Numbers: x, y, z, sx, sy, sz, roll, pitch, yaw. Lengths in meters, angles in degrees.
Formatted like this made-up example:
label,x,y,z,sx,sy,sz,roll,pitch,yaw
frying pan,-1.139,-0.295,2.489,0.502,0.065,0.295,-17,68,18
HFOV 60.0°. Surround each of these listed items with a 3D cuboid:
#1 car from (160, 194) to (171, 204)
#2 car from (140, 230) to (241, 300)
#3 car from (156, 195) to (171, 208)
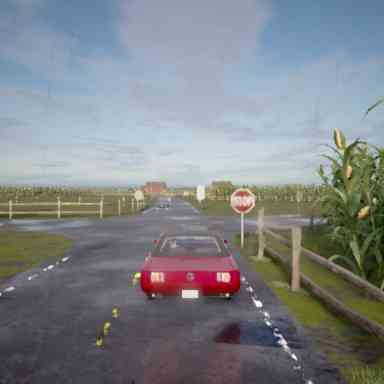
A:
label,x,y,z,sx,sy,sz,roll,pitch,yaw
car,-5.081,1.322,63.711,2.097,1.767,4.553,0,0,-3
car,-0.040,1.595,8.347,1.895,1.301,4.718,0,0,0
car,-4.192,1.523,48.009,2.033,1.411,5.357,0,0,-3
